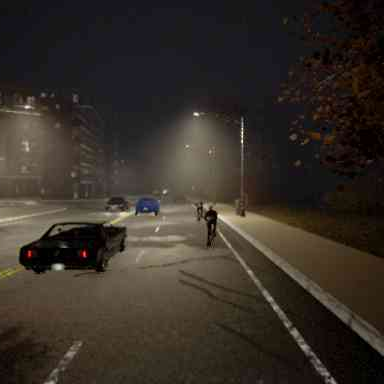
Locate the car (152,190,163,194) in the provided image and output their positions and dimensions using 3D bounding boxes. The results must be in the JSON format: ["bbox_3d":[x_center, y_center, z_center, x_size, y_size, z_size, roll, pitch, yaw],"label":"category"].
[{"bbox_3d":[-9.814,0.595,93.832,1.895,1.301,4.718,0,1,-8],"label":"car"}]

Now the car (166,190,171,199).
[{"bbox_3d":[-3.887,0.768,72.172,2.128,1.511,4.902,0,1,-6],"label":"car"}]

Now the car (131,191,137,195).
[{"bbox_3d":[-16.362,0.532,93.714,2.128,1.511,4.902,0,1,-8],"label":"car"}]

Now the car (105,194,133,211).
[{"bbox_3d":[-7.395,1.189,33.270,1.812,1.442,4.674,0,0,-2],"label":"car"}]

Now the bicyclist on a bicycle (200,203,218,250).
[{"bbox_3d":[0.739,1.323,12.711,0.582,1.620,1.656,0,0,-1],"label":"bicyclist on a bicycle"}]

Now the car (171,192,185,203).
[{"bbox_3d":[-2.076,0.950,53.382,1.837,1.490,4.892,0,1,-4],"label":"car"}]

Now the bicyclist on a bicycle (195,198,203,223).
[{"bbox_3d":[0.495,1.229,21.794,0.582,1.620,1.656,0,0,-2],"label":"bicyclist on a bicycle"}]

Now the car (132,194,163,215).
[{"bbox_3d":[-3.848,1.179,29.323,1.882,1.535,5.008,0,1,-2],"label":"car"}]

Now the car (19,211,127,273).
[{"bbox_3d":[-3.260,1.499,10.240,1.895,1.301,4.718,0,1,-1],"label":"car"}]

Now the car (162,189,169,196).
[{"bbox_3d":[-6.532,0.518,93.823,2.128,1.511,4.902,0,1,-8],"label":"car"}]
